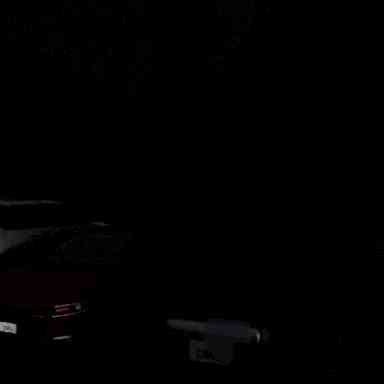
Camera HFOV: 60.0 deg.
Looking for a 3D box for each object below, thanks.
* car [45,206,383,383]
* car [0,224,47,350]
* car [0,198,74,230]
[{"bbox_3d":[0.836,1.218,4.847,2.435,2.045,5.566,0,-1,15],"label":"car"},{"bbox_3d":[-1.614,1.447,6.564,2.097,1.535,5.008,1,0,15],"label":"car"},{"bbox_3d":[-4.056,1.175,8.335,2.435,2.045,5.566,0,-1,15],"label":"car"}]
